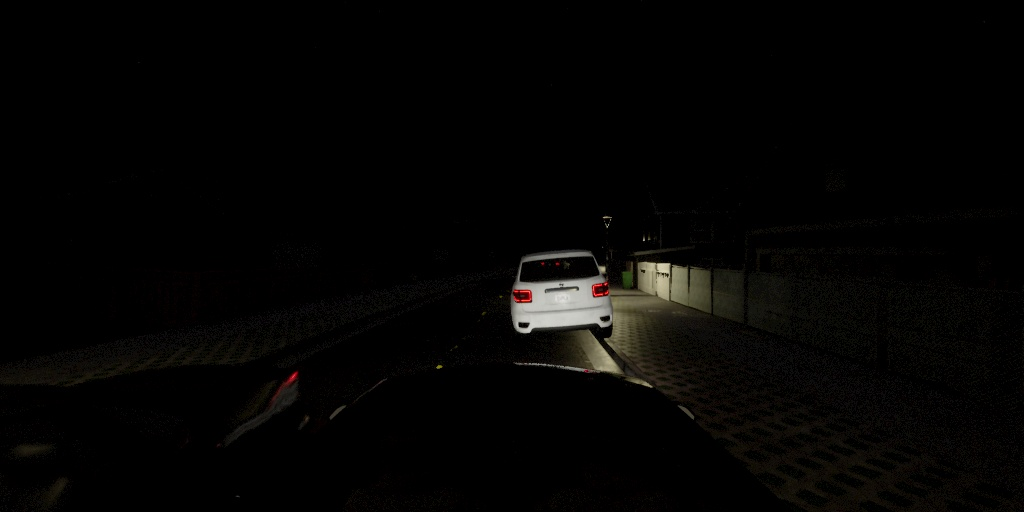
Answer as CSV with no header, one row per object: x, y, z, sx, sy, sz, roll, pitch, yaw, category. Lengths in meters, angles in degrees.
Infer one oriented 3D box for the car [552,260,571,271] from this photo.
6.857,1.284,48.942,1.812,1.442,4.674,0,0,17,car

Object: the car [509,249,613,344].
1.137,0.897,9.638,2.150,2.045,5.566,-5,0,3,car

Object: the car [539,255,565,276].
4.363,0.973,38.549,2.150,2.045,5.566,0,0,13,car

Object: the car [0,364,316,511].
-2.673,1.298,0.822,2.033,1.411,5.357,0,0,0,car
